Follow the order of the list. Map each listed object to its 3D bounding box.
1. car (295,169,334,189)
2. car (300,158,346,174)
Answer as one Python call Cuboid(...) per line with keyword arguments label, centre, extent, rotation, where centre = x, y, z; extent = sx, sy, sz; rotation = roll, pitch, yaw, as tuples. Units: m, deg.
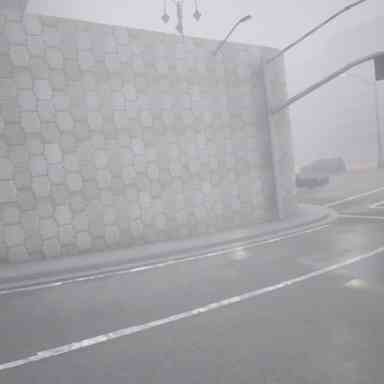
Cuboid(label="car", centre=(10.187, -1.014, 30.670), extent=(1.895, 1.301, 4.718), rotation=(-11, 6, -35))
Cuboid(label="car", centre=(15.915, -3.019, 40.791), extent=(2.150, 2.045, 5.566), rotation=(-11, 6, -35))
